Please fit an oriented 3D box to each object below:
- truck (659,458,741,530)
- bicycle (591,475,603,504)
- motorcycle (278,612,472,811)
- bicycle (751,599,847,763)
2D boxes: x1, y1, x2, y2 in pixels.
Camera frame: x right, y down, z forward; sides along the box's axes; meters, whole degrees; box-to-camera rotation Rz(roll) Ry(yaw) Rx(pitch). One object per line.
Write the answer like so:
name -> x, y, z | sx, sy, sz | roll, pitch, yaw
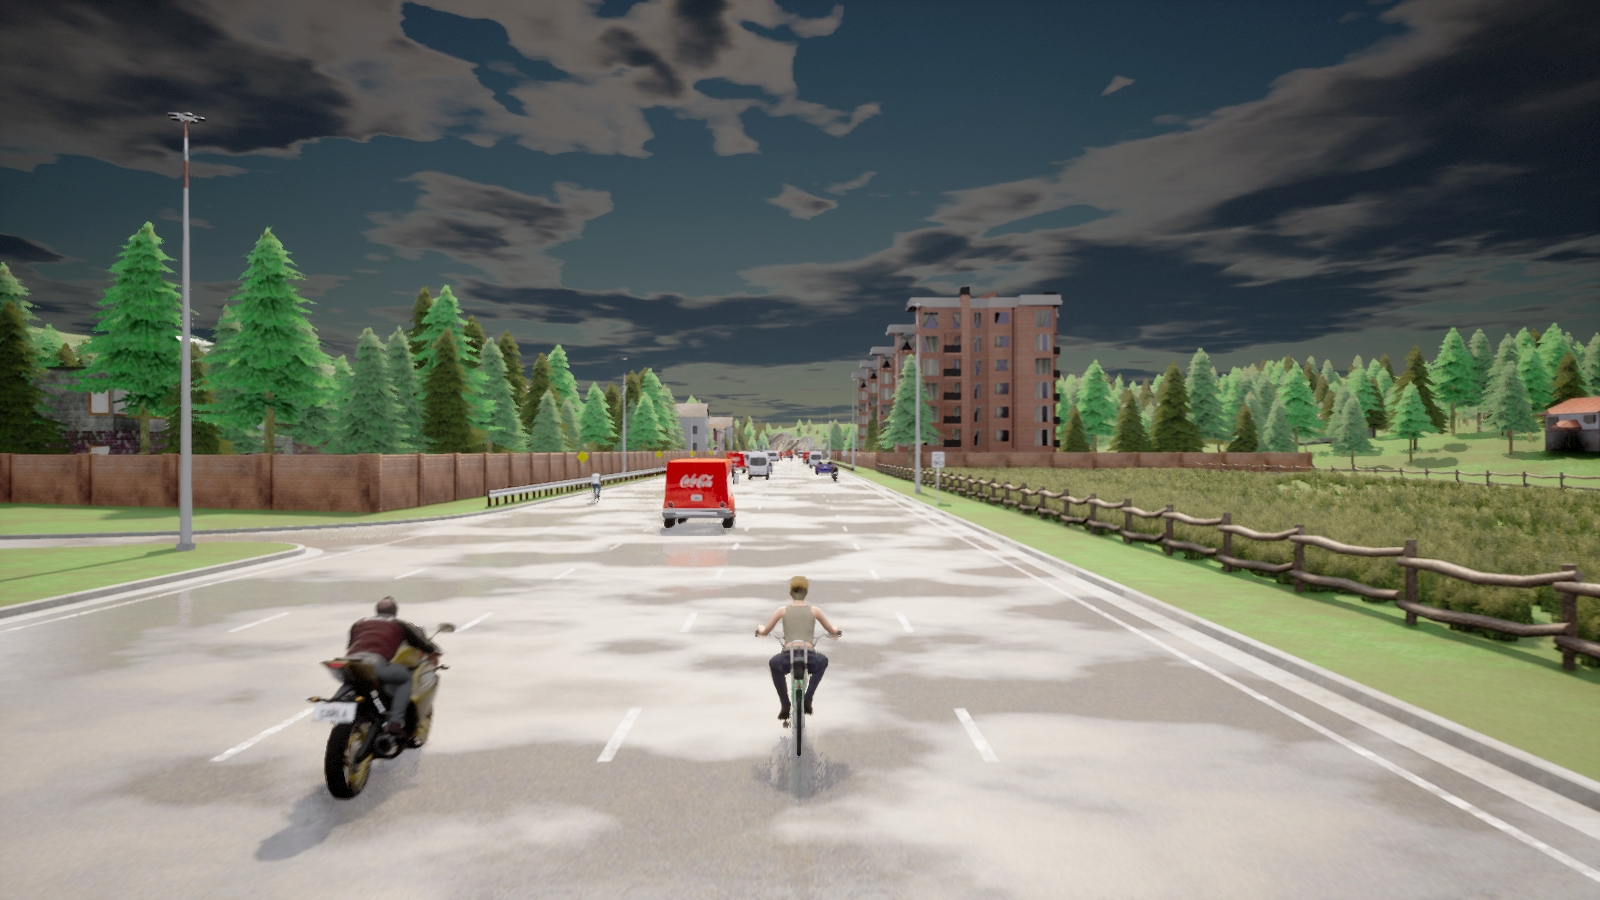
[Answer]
truck -> -3.651, 1.570, 42.754 | 2.627, 2.467, 5.204 | 0, 0, 0
bicycle -> -10.704, 2.056, 60.253 | 0.373, 1.496, 1.643 | 0, 0, -1
motorcycle -> -3.646, 2.205, 10.045 | 0.867, 1.251, 2.209 | 0, 0, 1
bicycle -> -0.013, 2.158, 10.940 | 0.859, 1.276, 1.487 | 0, 0, -1
